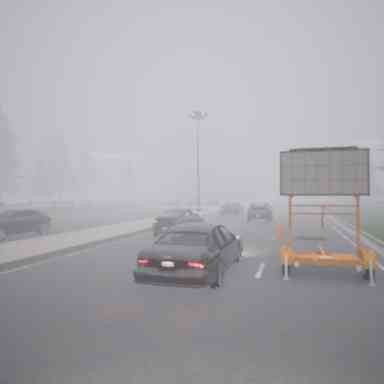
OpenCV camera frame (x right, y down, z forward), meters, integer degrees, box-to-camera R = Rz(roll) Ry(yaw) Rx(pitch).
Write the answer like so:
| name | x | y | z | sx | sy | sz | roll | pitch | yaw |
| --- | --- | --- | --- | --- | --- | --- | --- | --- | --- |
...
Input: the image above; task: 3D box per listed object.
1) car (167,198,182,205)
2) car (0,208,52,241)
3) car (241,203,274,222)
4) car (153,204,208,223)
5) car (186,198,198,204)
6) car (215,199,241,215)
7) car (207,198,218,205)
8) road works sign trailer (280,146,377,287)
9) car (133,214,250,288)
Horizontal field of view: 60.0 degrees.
| name | x | y | z | sx | sy | sz | roll | pitch | yaw |
| --- | --- | --- | --- | --- | --- | --- | --- | --- | --- |
| car | -3.308 | 1.876 | 63.936 | 2.128 | 1.511 | 4.902 | 0 | 0 | 16 |
| car | -9.580 | 1.636 | 17.572 | 1.837 | 1.490 | 4.892 | 0 | 0 | 17 |
| car | 5.765 | 1.638 | 27.892 | 2.128 | 1.511 | 4.902 | 0 | 0 | 17 |
| car | -0.704 | 1.637 | 18.596 | 1.812 | 1.442 | 4.674 | 0 | -1 | 17 |
| car | 0.283 | 1.879 | 63.770 | 1.837 | 1.490 | 4.892 | 0 | -1 | 16 |
| car | 4.237 | 1.740 | 34.951 | 2.033 | 1.411 | 5.357 | 0 | 0 | 17 |
| car | 4.122 | 1.858 | 64.459 | 2.128 | 1.511 | 4.902 | 0 | 0 | 16 |
| road works sign trailer | 3.806 | 0.511 | 9.693 | 2.380 | 3.560 | 2.880 | 0 | 0 | 17 |
| car | 0.210 | 1.603 | 9.525 | 2.033 | 1.411 | 5.357 | 0 | 0 | 17 |
